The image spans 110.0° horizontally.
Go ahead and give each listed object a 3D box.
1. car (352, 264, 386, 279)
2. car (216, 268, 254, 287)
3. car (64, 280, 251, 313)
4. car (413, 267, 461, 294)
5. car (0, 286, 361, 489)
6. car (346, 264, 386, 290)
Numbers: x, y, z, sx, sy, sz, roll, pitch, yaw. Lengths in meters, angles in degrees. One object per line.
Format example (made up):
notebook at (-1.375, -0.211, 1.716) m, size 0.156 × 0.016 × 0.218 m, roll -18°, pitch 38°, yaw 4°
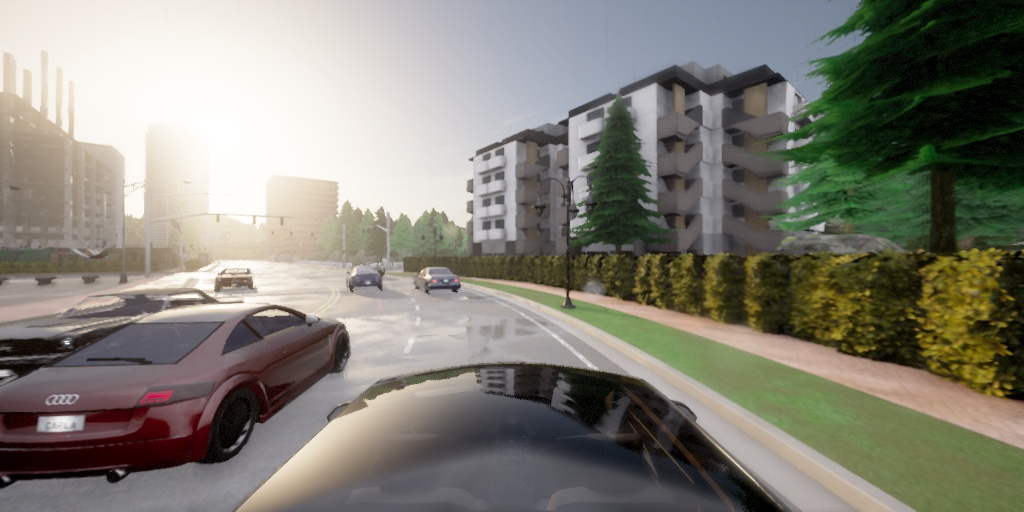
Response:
car at (-14.224, 1.468, 35.482) m, size 1.895 × 1.301 × 4.718 m, roll 0°, pitch 0°, yaw -39°
car at (-17.887, 1.442, 23.249) m, size 1.895 × 1.301 × 4.718 m, roll 0°, pitch 0°, yaw -35°
car at (-7.728, 1.380, 7.323) m, size 1.895 × 1.301 × 4.718 m, roll 0°, pitch 0°, yaw -10°
car at (-4.498, 1.357, 21.011) m, size 2.033 × 1.411 × 5.357 m, roll 0°, pitch 0°, yaw -24°
car at (-3.799, 1.328, 4.875) m, size 1.994 × 1.385 × 4.181 m, roll 0°, pitch 0°, yaw -5°
car at (-9.310, 1.348, 22.505) m, size 1.812 × 1.442 × 4.674 m, roll 0°, pitch 0°, yaw -28°
